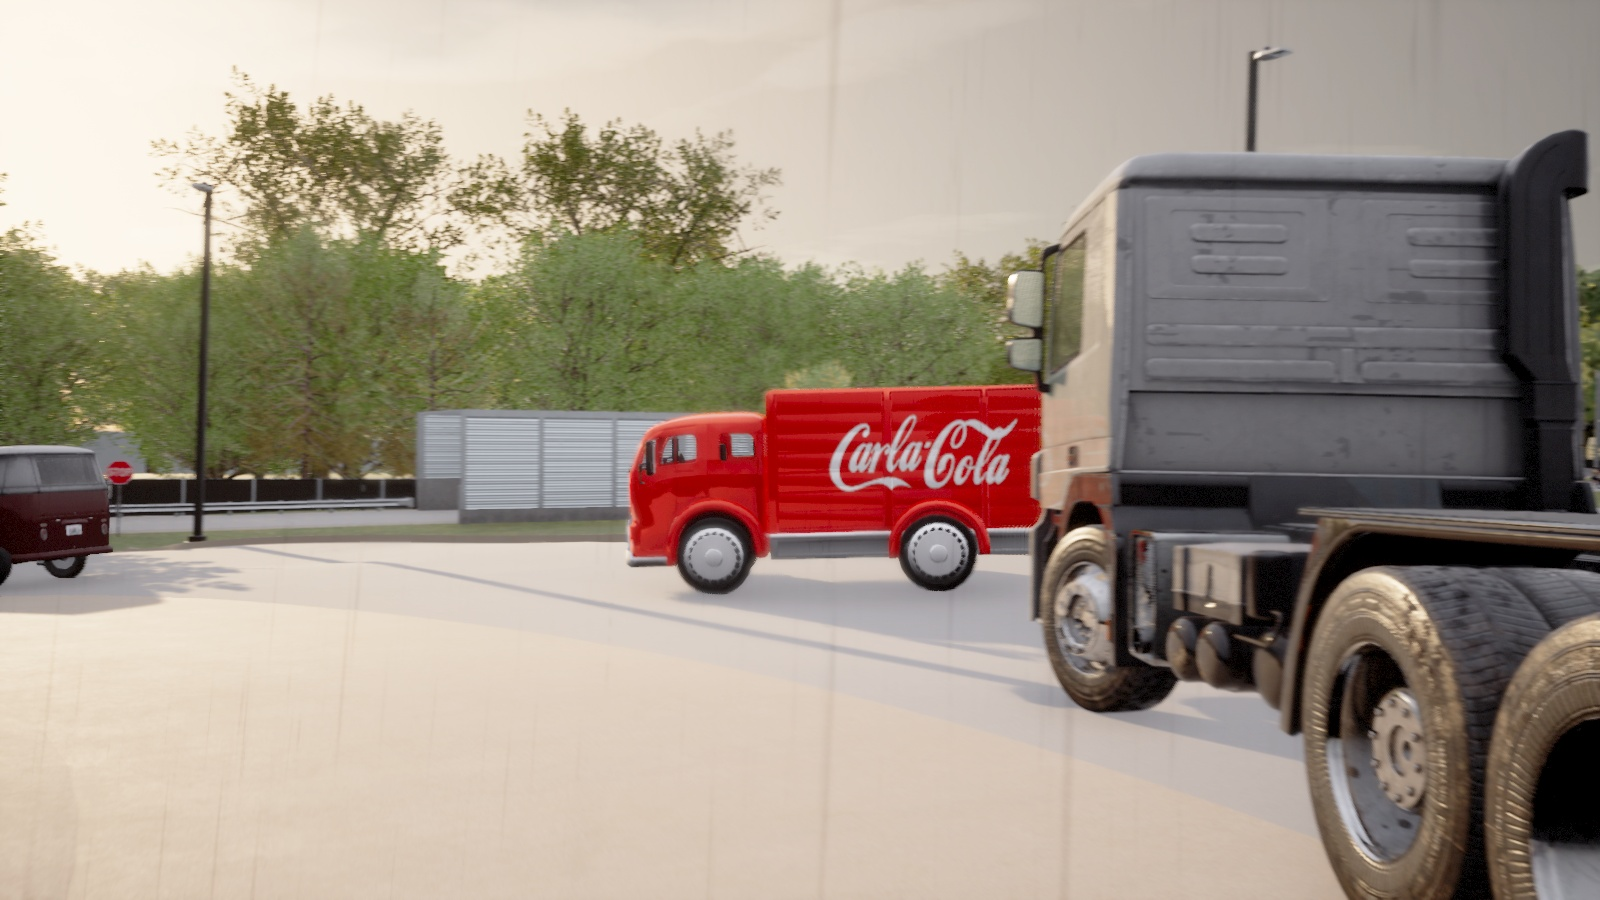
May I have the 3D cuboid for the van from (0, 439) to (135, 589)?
[{"bbox_3d":[-12.267,0.970,18.139,4.442,1.987,1.775,-3,0,9],"label":"van"}]

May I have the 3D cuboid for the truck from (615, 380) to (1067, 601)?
[{"bbox_3d":[0.515,0.449,15.949,5.204,2.467,2.627,-1,2,2],"label":"truck"}]

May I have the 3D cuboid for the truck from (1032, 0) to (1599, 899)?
[{"bbox_3d":[3.190,-0.154,5.300,2.891,3.462,7.936,1,-1,0],"label":"truck"}]
